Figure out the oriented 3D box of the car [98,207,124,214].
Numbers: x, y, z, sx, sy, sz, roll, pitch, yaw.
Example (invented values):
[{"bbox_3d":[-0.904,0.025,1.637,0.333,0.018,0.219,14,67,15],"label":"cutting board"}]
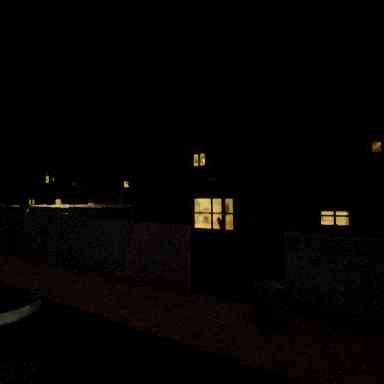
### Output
[{"bbox_3d":[-7.001,2.124,31.077,1.994,1.385,4.181,-1,-2,35],"label":"car"}]
